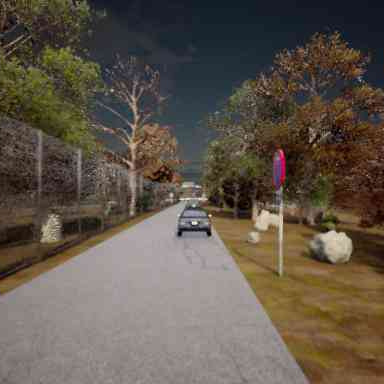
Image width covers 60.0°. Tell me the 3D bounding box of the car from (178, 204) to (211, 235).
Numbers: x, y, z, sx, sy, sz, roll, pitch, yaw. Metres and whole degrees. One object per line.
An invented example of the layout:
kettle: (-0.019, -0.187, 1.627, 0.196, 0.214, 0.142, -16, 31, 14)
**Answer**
car: (0.137, 1.632, 19.272, 2.033, 1.411, 5.357, 0, 0, 0)

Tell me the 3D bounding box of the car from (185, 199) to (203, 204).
car: (0.233, 1.633, 40.187, 2.097, 1.767, 4.553, 0, -1, 0)
